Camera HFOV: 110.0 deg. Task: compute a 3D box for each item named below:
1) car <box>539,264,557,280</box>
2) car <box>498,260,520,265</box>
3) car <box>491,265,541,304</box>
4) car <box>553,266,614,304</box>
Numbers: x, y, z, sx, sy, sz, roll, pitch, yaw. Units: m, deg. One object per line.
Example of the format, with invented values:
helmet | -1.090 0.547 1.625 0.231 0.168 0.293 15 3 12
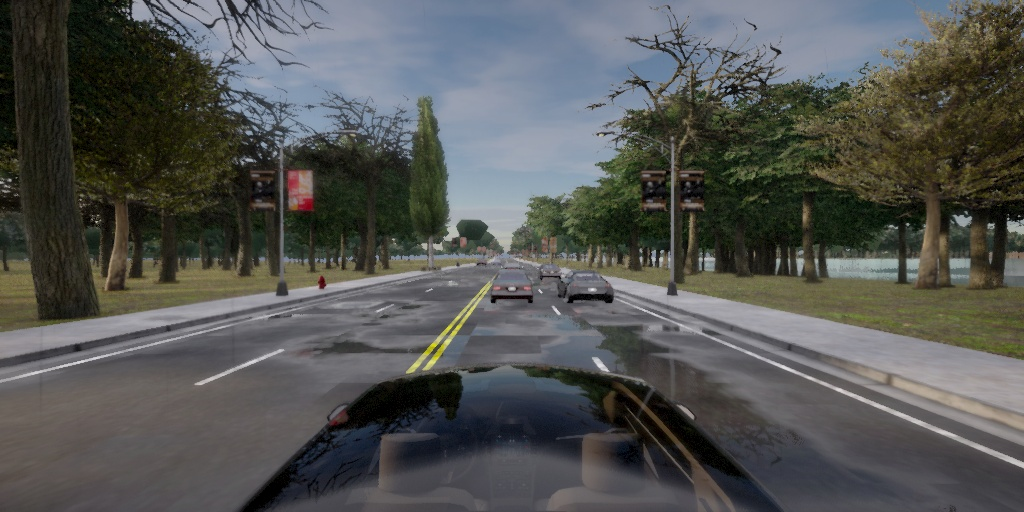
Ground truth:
car | 3.250 1.369 31.504 2.033 1.411 5.357 0 0 0
car | 0.000 1.291 31.505 1.882 1.535 5.008 0 0 0
car | 0.000 1.329 16.502 2.033 1.411 5.357 0 0 0
car | 3.250 1.338 16.503 1.994 1.385 4.181 0 0 0
